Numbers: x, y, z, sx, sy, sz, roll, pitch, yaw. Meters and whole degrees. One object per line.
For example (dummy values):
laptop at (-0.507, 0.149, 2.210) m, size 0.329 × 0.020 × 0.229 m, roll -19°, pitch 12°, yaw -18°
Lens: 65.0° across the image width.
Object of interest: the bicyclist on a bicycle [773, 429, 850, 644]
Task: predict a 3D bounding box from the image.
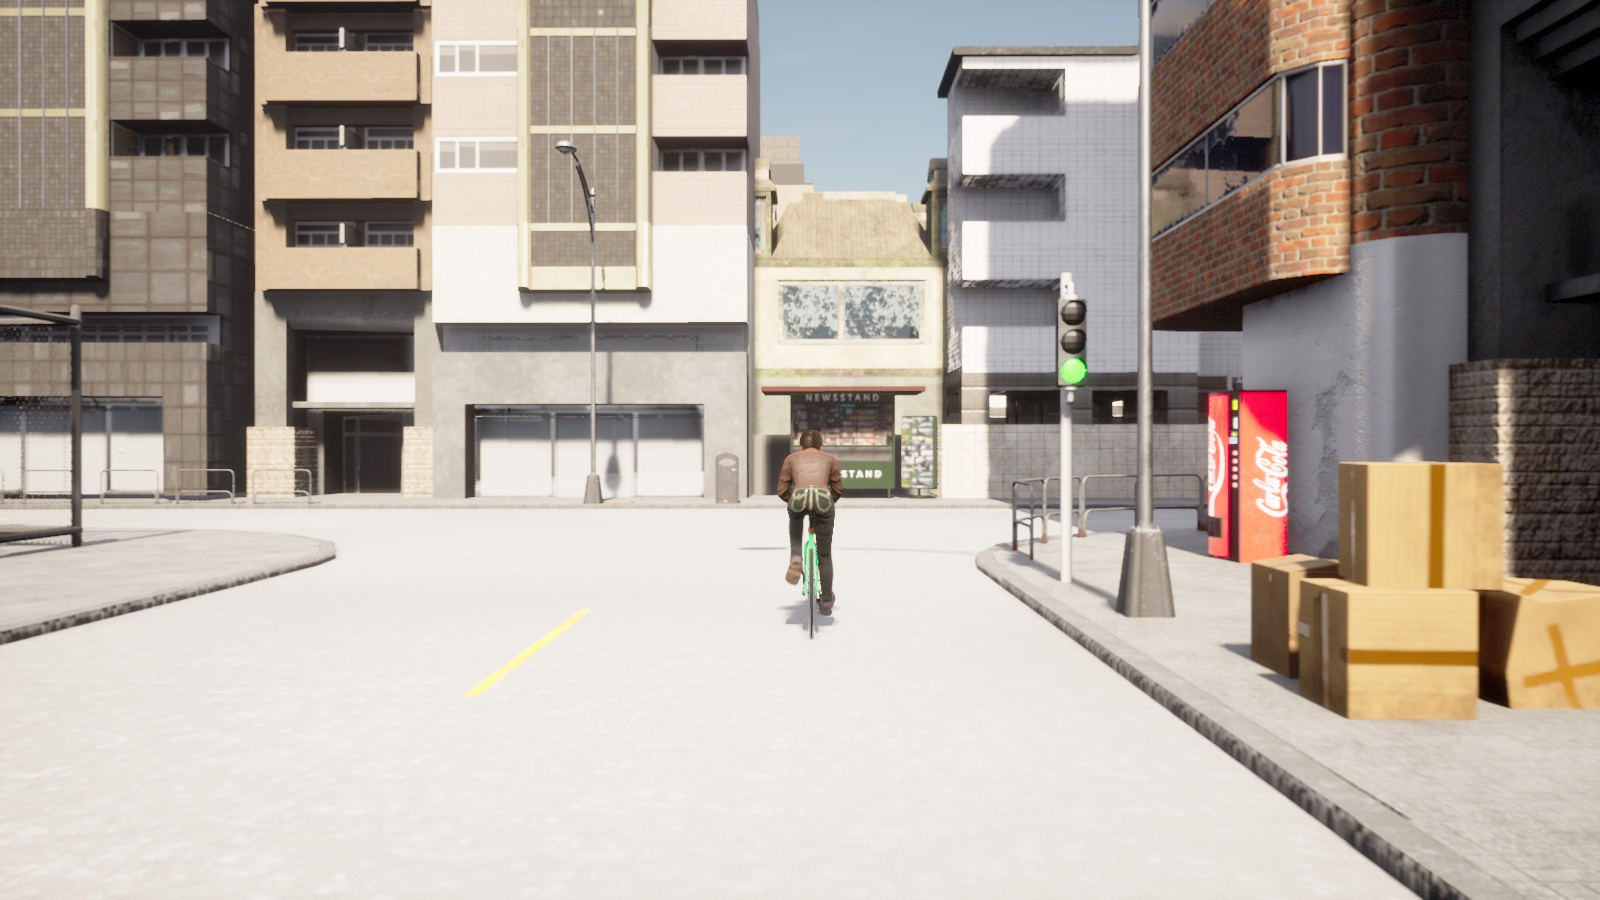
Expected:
bicyclist on a bicycle at (0.091, 0.658, 10.301) m, size 0.582 × 1.620 × 1.656 m, roll 0°, pitch 0°, yaw 0°
